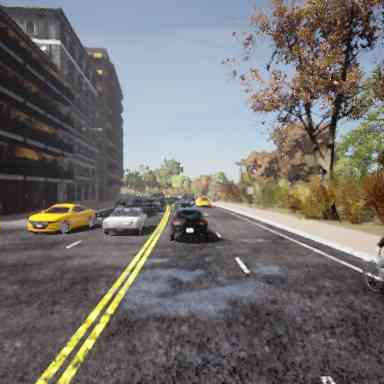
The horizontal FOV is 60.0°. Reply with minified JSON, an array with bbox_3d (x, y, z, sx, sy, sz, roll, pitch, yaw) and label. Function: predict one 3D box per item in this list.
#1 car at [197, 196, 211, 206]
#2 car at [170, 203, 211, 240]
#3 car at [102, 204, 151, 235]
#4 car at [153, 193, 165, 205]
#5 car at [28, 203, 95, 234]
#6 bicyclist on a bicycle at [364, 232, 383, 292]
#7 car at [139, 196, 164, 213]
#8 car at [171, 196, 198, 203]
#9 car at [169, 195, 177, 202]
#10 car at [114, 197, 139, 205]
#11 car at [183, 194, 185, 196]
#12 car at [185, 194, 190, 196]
[{"bbox_3d":[1.611,1.406,47.611,1.882,1.535,5.008,0,0,-4],"label":"car"},{"bbox_3d":[-0.157,1.505,16.883,1.812,1.442,4.674,0,0,-1],"label":"car"},{"bbox_3d":[-3.657,1.581,18.773,1.895,1.301,4.718,0,0,-2],"label":"car"},{"bbox_3d":[-5.656,1.141,55.595,2.150,2.045,5.566,0,0,-4],"label":"car"},{"bbox_3d":[-7.419,1.457,19.441,1.882,1.535,5.008,1,0,9],"label":"car"},{"bbox_3d":[4.079,1.360,6.933,0.659,1.776,1.843,0,0,-1],"label":"bicyclist on a bicycle"},{"bbox_3d":[-4.411,1.459,36.759,1.837,1.490,4.892,0,0,-3],"label":"car"},{"bbox_3d":[-0.862,1.445,34.876,2.128,1.511,4.902,0,0,-3],"label":"car"},{"bbox_3d":[-3.892,1.411,72.119,2.128,1.511,4.902,0,0,-6],"label":"car"},{"bbox_3d":[-7.747,1.446,38.266,2.128,1.511,4.902,0,0,-3],"label":"car"},{"bbox_3d":[-1.288,1.224,78.142,2.097,1.767,4.553,0,0,-7],"label":"car"},{"bbox_3d":[0.357,1.394,62.228,2.128,1.511,4.902,0,0,-5],"label":"car"}]
